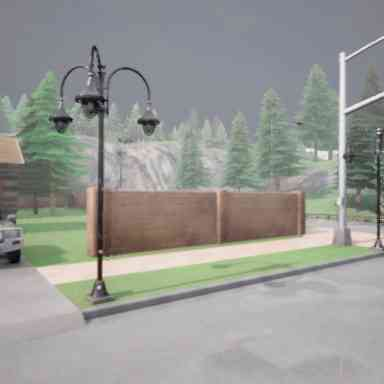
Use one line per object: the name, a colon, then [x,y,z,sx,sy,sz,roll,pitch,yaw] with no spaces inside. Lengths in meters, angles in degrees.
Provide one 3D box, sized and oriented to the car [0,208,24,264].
car: [-6.745,1.177,10.527,1.932,1.855,4.605,1,0,-36]
